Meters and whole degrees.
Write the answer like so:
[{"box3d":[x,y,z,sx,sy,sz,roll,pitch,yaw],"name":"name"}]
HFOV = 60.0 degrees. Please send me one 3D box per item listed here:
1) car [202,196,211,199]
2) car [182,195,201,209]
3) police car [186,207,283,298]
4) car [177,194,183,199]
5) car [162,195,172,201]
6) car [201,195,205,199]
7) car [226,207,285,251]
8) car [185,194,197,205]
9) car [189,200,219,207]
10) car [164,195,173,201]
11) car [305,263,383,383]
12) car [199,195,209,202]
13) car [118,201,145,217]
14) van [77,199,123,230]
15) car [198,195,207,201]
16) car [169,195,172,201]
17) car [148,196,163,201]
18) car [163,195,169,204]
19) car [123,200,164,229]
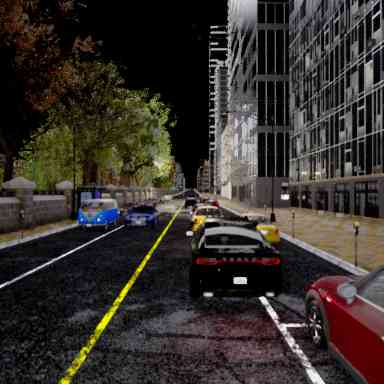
[{"box3d":[2.608,1.536,43.302,1.802,1.307,4.206,0,0,0],"name":"car"},{"box3d":[-0.078,1.455,45.371,1.837,1.490,4.892,0,0,0],"name":"car"},{"box3d":[0.883,1.423,8.696,1.930,1.638,5.238,0,0,0],"name":"police car"},{"box3d":[-3.190,1.312,95.097,1.837,1.490,4.892,0,0,0],"name":"car"},{"box3d":[-5.840,1.417,77.399,2.008,1.369,4.403,0,0,0],"name":"car"},{"box3d":[2.575,1.461,60.346,1.887,1.381,4.507,0,0,0],"name":"car"},{"box3d":[2.664,1.519,15.065,1.752,1.417,4.829,0,0,0],"name":"car"},{"box3d":[-0.118,1.271,58.999,2.097,1.767,4.553,0,0,0],"name":"car"},{"box3d":[0.862,1.446,18.777,1.801,1.575,5.366,0,0,0],"name":"car"},{"box3d":[-5.851,1.399,83.082,2.008,1.369,4.403,0,0,0],"name":"car"},{"box3d":[2.687,1.440,3.530,1.967,1.590,4.097,0,0,0],"name":"car"},{"box3d":[2.552,1.450,71.708,1.947,1.339,4.313,0,0,0],"name":"car"},{"box3d":[-5.750,1.555,31.936,1.802,1.307,4.206,0,0,0],"name":"car"},{"box3d":[-5.726,1.330,20.570,1.690,1.788,3.998,0,0,0],"name":"van"},{"box3d":[2.529,1.399,83.072,2.008,1.369,4.403,0,0,0],"name":"car"},{"box3d":[-5.828,1.410,71.545,1.752,1.417,4.829,0,0,0],"name":"car"},{"box3d":[-5.783,1.487,48.984,1.887,1.381,4.507,0,0,0],"name":"car"},{"box3d":[-5.806,1.467,60.351,2.008,1.369,4.403,0,0,0],"name":"car"},{"box3d":[-3.131,1.513,21.754,1.812,1.442,4.674,0,0,0],"name":"car"}]
